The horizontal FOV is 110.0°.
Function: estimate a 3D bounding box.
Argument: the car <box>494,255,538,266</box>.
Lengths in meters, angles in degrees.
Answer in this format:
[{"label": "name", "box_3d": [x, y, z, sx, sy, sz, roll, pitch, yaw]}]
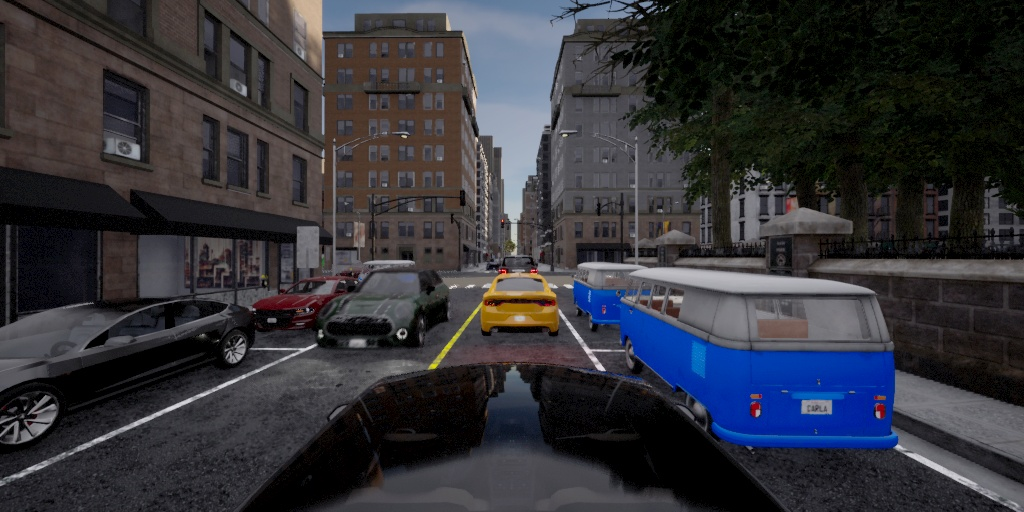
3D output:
[{"label": "car", "box_3d": [0.328, 0.965, 20.361, 2.150, 2.045, 5.566, 0, 0, 0]}]

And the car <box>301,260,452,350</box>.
[{"label": "car", "box_3d": [-2.945, 1.100, 9.208, 2.097, 1.767, 4.553, 0, 0, 1]}]

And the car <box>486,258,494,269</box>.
[{"label": "car", "box_3d": [-2.311, 1.085, 49.610, 2.097, 1.767, 4.553, 0, 0, 2]}]

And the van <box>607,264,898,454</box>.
[{"label": "van", "box_3d": [2.714, 1.090, 5.001, 1.690, 1.789, 3.998, 0, 0, 1]}]

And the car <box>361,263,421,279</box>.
[{"label": "car", "box_3d": [-10.763, 1.343, 32.153, 4.718, 1.301, 1.895, 0, 0, -4]}]

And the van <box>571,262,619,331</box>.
[{"label": "van", "box_3d": [2.827, 1.089, 10.658, 1.690, 1.789, 3.998, 0, 0, 1]}]

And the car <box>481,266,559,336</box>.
[{"label": "car", "box_3d": [0.224, 1.226, 10.405, 1.882, 1.535, 5.008, 0, 0, 1]}]

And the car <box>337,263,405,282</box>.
[{"label": "car", "box_3d": [-11.153, 1.255, 28.576, 4.674, 1.442, 1.812, 0, 0, 0]}]

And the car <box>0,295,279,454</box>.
[{"label": "car", "box_3d": [-5.809, 1.315, 5.159, 1.948, 1.339, 4.313, 0, 0, 1]}]

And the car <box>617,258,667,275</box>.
[{"label": "car", "box_3d": [13.851, 1.093, 38.367, 4.553, 1.767, 2.097, 0, 0, 0]}]

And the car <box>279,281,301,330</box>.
[{"label": "car", "box_3d": [-5.697, 1.294, 10.818, 1.888, 1.381, 4.507, 0, 0, 1]}]
